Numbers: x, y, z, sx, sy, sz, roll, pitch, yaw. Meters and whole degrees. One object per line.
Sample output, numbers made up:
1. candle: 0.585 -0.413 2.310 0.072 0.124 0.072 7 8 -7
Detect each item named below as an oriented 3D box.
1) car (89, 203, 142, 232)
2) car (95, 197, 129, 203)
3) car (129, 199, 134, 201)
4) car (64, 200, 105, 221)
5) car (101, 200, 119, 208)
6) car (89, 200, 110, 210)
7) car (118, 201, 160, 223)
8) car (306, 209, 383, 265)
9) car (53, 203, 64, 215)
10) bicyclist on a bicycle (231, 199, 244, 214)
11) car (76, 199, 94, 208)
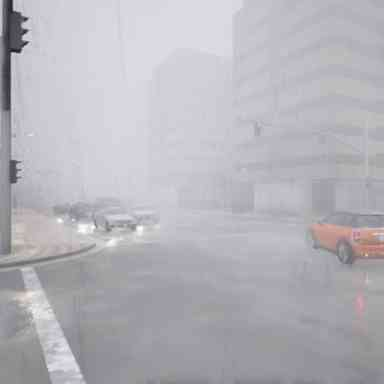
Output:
1. car: -5.153 1.721 21.958 1.812 1.442 4.674 0 -1 -30
2. car: -9.000 1.538 35.572 2.150 2.045 5.566 0 -1 -30
3. car: -10.385 1.809 52.326 2.097 1.767 4.553 0 -1 -30
4. car: -9.793 1.764 29.966 2.128 1.511 4.902 0 -1 -30
5. car: -14.888 2.132 60.059 1.895 1.301 4.718 0 -1 -30
6. car: -14.777 2.020 52.921 2.033 1.411 5.357 0 -1 -30
7. car: -4.296 1.764 27.449 1.812 1.442 4.674 0 -1 -30
8. car: 5.869 1.440 12.240 2.097 1.767 4.553 0 0 1
9. car: -14.872 1.958 38.740 1.895 1.301 4.718 0 -1 -30
10. bicyclist on a bicycle: 4.868 1.582 35.544 1.656 1.620 0.582 0 0 -30
11. car: -19.811 2.046 61.393 2.128 1.511 4.902 0 -1 -30
